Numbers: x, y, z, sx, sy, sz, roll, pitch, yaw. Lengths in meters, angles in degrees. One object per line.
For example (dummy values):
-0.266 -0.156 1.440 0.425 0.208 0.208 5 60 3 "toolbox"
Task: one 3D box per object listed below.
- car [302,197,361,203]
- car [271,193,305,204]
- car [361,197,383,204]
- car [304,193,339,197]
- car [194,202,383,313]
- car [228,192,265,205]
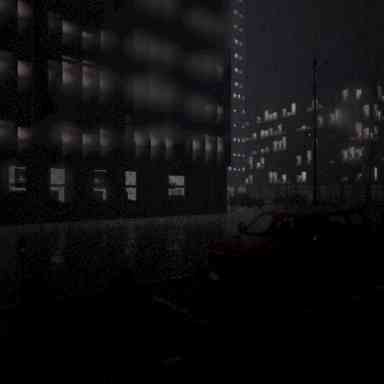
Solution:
12.616 1.384 30.385 1.802 1.307 4.206 1 0 -34 "car"
12.882 0.985 43.969 2.192 1.841 5.009 1 0 -34 "car"
19.116 1.242 34.842 1.967 1.590 4.097 1 0 -34 "car"
15.998 1.176 39.406 1.967 1.590 4.097 1 0 -34 "car"
2.466 1.314 7.857 5.009 1.841 2.192 0 0 -36 "car"
6.385 0.984 39.511 2.192 1.841 5.009 1 0 -34 "car"
